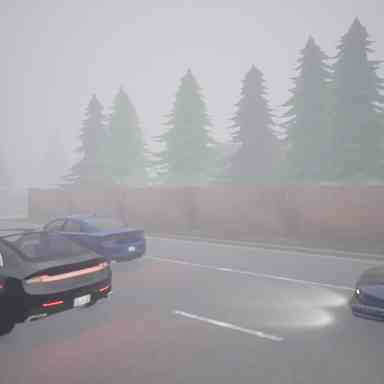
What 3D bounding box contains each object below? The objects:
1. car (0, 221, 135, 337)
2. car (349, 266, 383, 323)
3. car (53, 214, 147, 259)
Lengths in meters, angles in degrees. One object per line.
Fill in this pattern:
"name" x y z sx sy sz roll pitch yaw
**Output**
"car" -3.690 1.491 6.643 4.902 1.511 2.128 0 0 36
"car" 5.201 1.547 4.582 5.357 1.411 2.033 0 0 35
"car" -3.732 1.477 10.985 5.008 1.535 1.882 0 0 36
